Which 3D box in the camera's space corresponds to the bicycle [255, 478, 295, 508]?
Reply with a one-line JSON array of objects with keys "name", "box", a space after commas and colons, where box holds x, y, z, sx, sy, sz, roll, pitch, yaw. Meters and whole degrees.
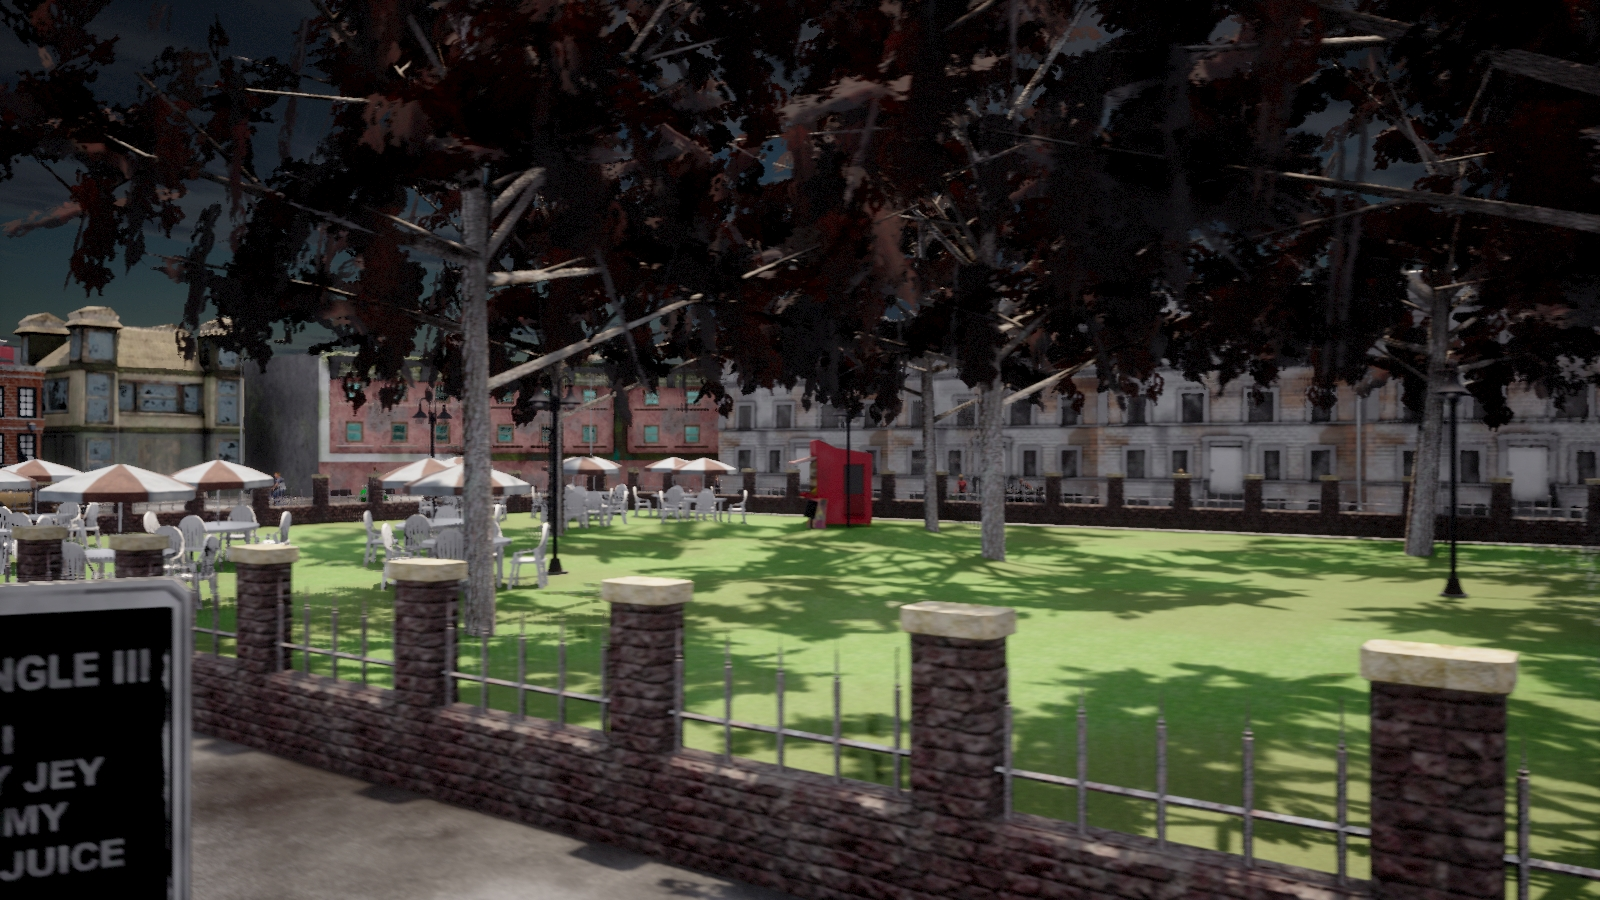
[{"name": "bicycle", "box": [-23.709, 1.936, 51.606, 0.373, 1.296, 1.643, 0, 0, 35]}]

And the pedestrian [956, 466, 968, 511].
[{"name": "pedestrian", "box": [6.845, 1.629, 48.359, 0.375, 1.860, 0.375, 0, 0, 29]}]

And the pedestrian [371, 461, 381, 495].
[{"name": "pedestrian", "box": [-23.134, 1.527, 62.332, 0.375, 1.860, 0.375, 0, 0, -45]}]

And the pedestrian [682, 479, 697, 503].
[{"name": "pedestrian", "box": [-5.094, 1.903, 52.760, 0.500, 1.100, 0.500, 0, 0, 33]}]

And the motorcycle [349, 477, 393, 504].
[{"name": "motorcycle", "box": [-20.872, 1.963, 55.625, 0.856, 1.236, 1.805, 0, 0, 36]}]

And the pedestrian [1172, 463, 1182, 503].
[{"name": "pedestrian", "box": [17.535, 1.525, 53.101, 0.375, 1.860, 0.375, 0, 0, 28]}]
